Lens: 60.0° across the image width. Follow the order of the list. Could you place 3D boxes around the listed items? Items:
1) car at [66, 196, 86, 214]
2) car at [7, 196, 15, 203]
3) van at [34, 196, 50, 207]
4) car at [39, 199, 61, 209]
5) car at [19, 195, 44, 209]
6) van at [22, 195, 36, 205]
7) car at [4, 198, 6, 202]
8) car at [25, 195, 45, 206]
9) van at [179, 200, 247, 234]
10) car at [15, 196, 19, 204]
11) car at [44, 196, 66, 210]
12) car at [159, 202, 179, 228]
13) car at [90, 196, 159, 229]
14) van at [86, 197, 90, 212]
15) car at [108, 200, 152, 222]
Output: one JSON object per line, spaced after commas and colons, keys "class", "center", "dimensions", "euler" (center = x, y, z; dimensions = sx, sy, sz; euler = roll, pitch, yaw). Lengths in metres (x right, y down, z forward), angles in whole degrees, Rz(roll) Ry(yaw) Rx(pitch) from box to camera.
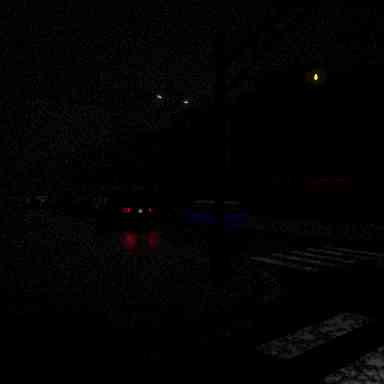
{"class": "car", "center": [-11.611, 1.413, 36.323], "dimensions": [2.192, 1.841, 5.009], "euler": [0, 0, -36]}
{"class": "car", "center": [-40.478, 1.698, 76.264], "dimensions": [1.967, 1.590, 4.097], "euler": [0, 0, -36]}
{"class": "van", "center": [-24.441, 1.511, 54.076], "dimensions": [1.690, 1.788, 3.998], "euler": [0, 0, -36]}
{"class": "car", "center": [-21.233, 1.703, 49.638], "dimensions": [2.008, 1.369, 4.403], "euler": [0, 0, -36]}
{"class": "car", "center": [-22.891, 1.499, 47.601], "dimensions": [2.097, 1.767, 4.553], "euler": [0, 0, -36]}
{"class": "van", "center": [-30.856, 1.546, 62.951], "dimensions": [1.690, 1.788, 3.998], "euler": [0, 0, -36]}
{"class": "car", "center": [-43.785, 1.802, 80.839], "dimensions": [1.752, 1.417, 4.829], "euler": [0, 0, -36]}
{"class": "car", "center": [-27.648, 1.502, 58.513], "dimensions": [2.192, 1.841, 5.009], "euler": [0, 0, -36]}
{"class": "van", "center": [1.219, 1.374, 18.576], "dimensions": [1.690, 1.788, 3.998], "euler": [0, 0, -36]}
{"class": "car", "center": [-34.162, 1.749, 67.526], "dimensions": [1.752, 1.417, 4.829], "euler": [0, 0, -36]}
{"class": "car", "center": [-18.026, 1.449, 45.201], "dimensions": [2.192, 1.841, 5.009], "euler": [0, 0, -36]}
{"class": "car", "center": [-1.988, 1.488, 23.013], "dimensions": [1.967, 1.590, 4.097], "euler": [0, 0, -36]}
{"class": "car", "center": [-4.726, 1.271, 22.476], "dimensions": [2.150, 2.045, 5.566], "euler": [0, 0, -36]}
{"class": "van", "center": [-8.403, 1.422, 31.888], "dimensions": [1.690, 1.788, 3.998], "euler": [0, 0, -36]}
{"class": "car", "center": [-5.195, 1.504, 27.451], "dimensions": [1.967, 1.590, 4.097], "euler": [0, 0, -36]}
